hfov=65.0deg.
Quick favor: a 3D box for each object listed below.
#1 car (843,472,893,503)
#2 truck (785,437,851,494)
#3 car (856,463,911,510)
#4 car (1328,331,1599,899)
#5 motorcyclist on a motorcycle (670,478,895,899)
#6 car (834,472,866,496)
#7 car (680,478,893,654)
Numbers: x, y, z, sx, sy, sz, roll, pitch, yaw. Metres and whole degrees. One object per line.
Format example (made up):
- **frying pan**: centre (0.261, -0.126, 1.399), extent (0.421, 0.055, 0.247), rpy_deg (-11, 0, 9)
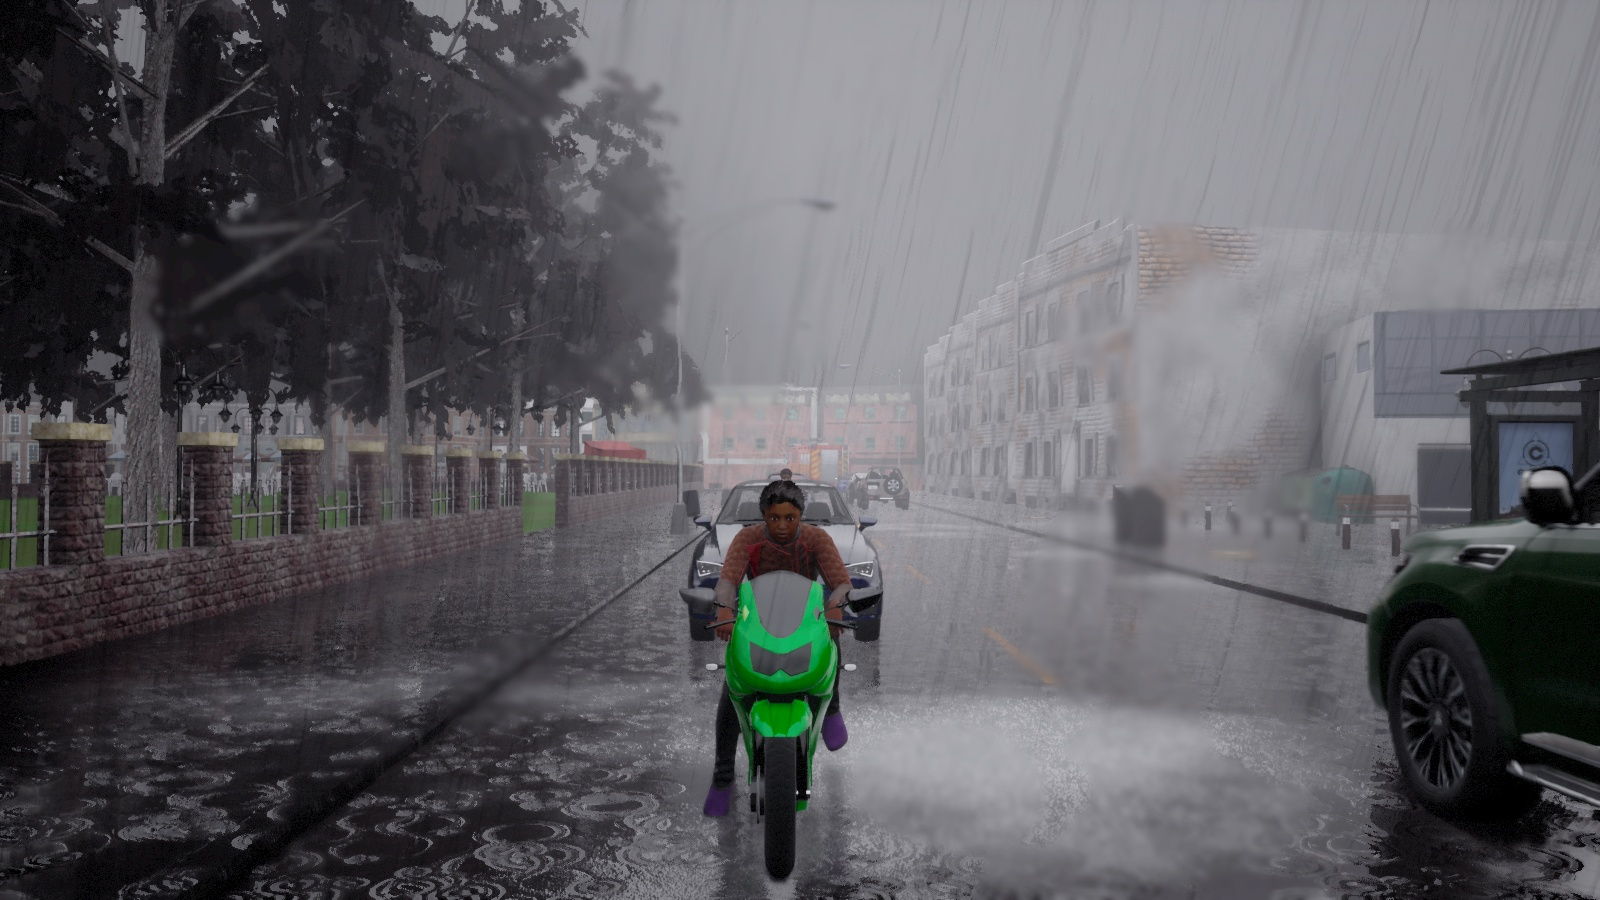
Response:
- **car**: centre (3.337, 1.852, 62.729), extent (2.163, 1.488, 4.792), rpy_deg (0, -1, -1)
- **truck**: centre (1.163, 1.140, 89.521), extent (2.891, 3.827, 8.468), rpy_deg (0, -1, -12)
- **car**: centre (3.449, 1.496, 52.461), extent (1.932, 1.855, 4.605), rpy_deg (0, -1, 0)
- **car**: centre (3.941, 0.584, 3.959), extent (2.150, 2.045, 5.566), rpy_deg (0, -1, -1)
- **motorcyclist on a motorcycle**: centre (-0.073, 0.890, 5.518), extent (0.797, 1.523, 2.044), rpy_deg (0, -1, -1)
- **car**: centre (3.144, 2.156, 80.022), extent (1.816, 1.474, 4.193), rpy_deg (0, -1, -1)
- **car**: centre (-0.144, 1.044, 12.866), extent (1.816, 1.474, 4.193), rpy_deg (0, -1, -1)
